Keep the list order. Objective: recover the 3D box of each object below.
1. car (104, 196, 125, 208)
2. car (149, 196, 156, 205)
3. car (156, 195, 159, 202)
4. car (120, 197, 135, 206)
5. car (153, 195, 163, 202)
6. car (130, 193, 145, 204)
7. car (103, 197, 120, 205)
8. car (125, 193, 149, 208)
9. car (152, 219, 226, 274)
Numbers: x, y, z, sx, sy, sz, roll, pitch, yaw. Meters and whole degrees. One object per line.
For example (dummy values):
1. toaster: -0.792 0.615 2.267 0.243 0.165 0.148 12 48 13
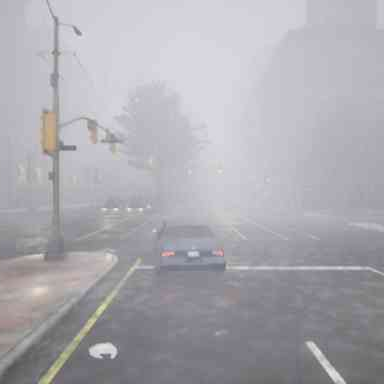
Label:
1. car: -11.539 1.414 49.128 2.097 1.767 4.553 0 0 0
2. car: -7.982 1.425 58.087 2.097 1.767 4.553 0 0 0
3. car: -7.946 1.585 67.863 2.128 1.511 4.902 0 0 0
4. car: -11.460 1.580 59.306 1.837 1.490 4.892 0 0 0
5. car: -7.938 1.576 77.958 1.882 1.535 5.008 0 0 0
6. car: -11.445 1.314 69.994 2.150 2.045 5.566 0 0 0
7. car: -14.701 1.672 61.038 1.895 1.301 4.718 0 0 0
8. car: -8.042 1.414 49.313 2.097 1.767 4.553 0 0 0
9. car: -0.266 1.561 10.608 2.033 1.411 5.357 0 0 -7
